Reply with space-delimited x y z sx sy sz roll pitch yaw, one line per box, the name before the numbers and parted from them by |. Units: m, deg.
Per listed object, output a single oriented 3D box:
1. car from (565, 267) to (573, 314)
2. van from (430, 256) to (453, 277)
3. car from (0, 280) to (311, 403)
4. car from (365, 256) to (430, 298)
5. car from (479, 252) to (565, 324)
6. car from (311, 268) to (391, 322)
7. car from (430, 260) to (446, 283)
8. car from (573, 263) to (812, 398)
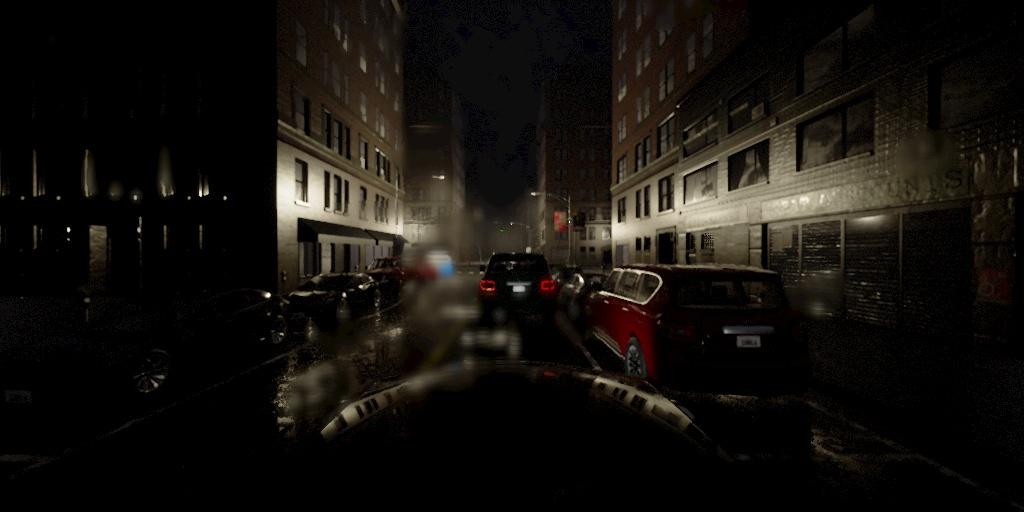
car | 2.675 1.222 12.025 2.007 1.370 4.403 0 0 0
van | -5.839 0.885 28.782 1.690 1.789 3.998 0 0 0
car | -5.854 1.281 6.439 1.948 1.339 4.313 0 0 0
car | -5.846 0.945 17.610 2.192 1.841 5.009 0 0 0
car | 0.110 0.897 11.763 2.150 2.045 5.566 0 1 -1
car | -5.850 1.238 12.025 1.948 1.339 4.313 0 0 0
car | -5.843 1.132 23.197 1.888 1.381 4.507 0 0 0
car | 2.671 1.029 6.439 2.192 1.841 5.009 0 0 0
